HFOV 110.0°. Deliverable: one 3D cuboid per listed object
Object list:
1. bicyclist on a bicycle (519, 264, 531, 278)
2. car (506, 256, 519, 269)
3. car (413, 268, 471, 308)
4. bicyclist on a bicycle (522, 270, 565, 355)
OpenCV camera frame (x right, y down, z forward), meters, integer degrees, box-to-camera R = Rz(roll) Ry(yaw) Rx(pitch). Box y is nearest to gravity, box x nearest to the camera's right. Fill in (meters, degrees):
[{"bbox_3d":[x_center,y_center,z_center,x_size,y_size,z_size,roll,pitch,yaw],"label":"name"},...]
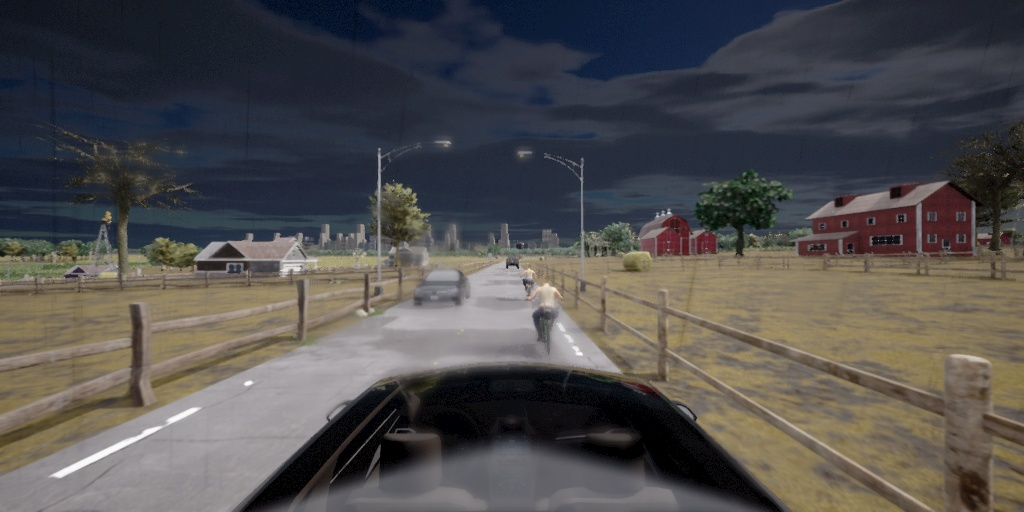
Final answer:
[{"bbox_3d":[0.783,1.192,16.673,0.866,1.612,1.509,0,0,0],"label":"bicyclist on a bicycle"},{"bbox_3d":[0.101,1.110,62.338,2.150,2.045,5.566,0,-1,0],"label":"car"},{"bbox_3d":[-2.848,1.280,15.493,1.812,1.442,4.674,0,0,0],"label":"car"},{"bbox_3d":[0.734,1.186,7.728,0.866,1.612,1.509,0,0,0],"label":"bicyclist on a bicycle"}]
